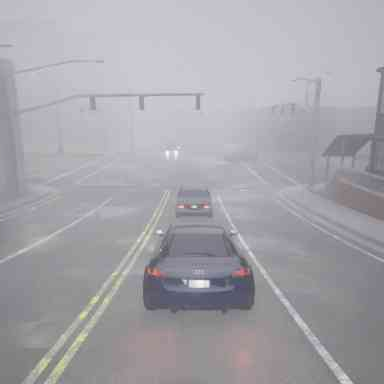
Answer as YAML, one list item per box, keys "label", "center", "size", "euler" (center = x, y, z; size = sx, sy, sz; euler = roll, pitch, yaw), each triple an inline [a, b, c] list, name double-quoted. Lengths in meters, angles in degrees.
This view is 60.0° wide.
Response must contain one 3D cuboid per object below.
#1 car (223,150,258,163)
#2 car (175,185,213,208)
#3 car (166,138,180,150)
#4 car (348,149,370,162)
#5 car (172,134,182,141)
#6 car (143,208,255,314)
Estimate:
- label: "car"
  center: [5.935, -4.373, 40.732]
  size: [4.181, 1.385, 1.994]
  euler: [-3, 13, -12]
- label: "car"
  center: [0.102, 0.361, 17.283]
  size: [2.033, 1.411, 5.357]
  euler: [0, 8, 0]
- label: "car"
  center: [-3.541, -8.296, 58.772]
  size: [1.895, 1.301, 4.718]
  euler: [0, 12, -2]
- label: "car"
  center: [21.874, -4.545, 41.329]
  size: [4.674, 1.442, 1.812]
  euler: [0, 12, 1]
- label: "car"
  center: [-3.463, -10.563, 68.745]
  size: [2.128, 1.511, 4.902]
  euler: [0, 12, 0]
- label: "car"
  center: [0.107, 1.346, 7.396]
  size: [1.994, 1.385, 4.181]
  euler: [0, 3, 0]
